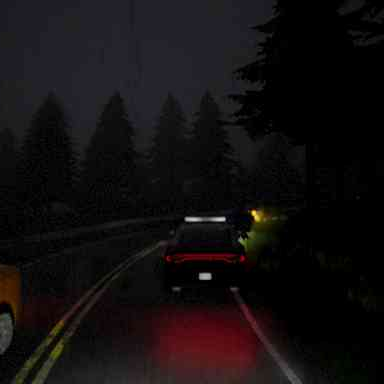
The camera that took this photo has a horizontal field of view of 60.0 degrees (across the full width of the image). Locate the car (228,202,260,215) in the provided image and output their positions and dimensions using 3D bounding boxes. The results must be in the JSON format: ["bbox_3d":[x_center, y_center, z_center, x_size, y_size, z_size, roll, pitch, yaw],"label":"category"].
[{"bbox_3d":[2.214,1.497,18.014,1.812,1.442,4.674,-2,0,21],"label":"car"}]

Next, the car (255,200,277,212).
[{"bbox_3d":[4.776,1.345,23.106,1.801,1.575,5.366,-4,-1,32],"label":"car"}]

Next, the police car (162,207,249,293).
[{"bbox_3d":[0.370,1.451,9.152,1.930,1.638,5.238,0,0,2],"label":"police car"}]

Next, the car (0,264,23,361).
[{"bbox_3d":[-3.406,1.489,3.008,1.882,1.535,5.008,0,0,-3],"label":"car"}]
